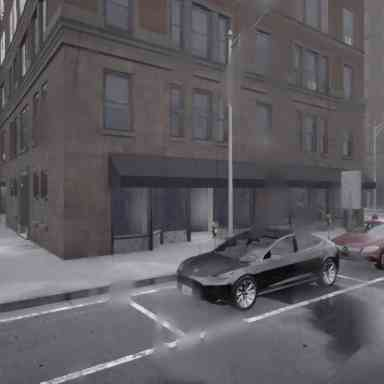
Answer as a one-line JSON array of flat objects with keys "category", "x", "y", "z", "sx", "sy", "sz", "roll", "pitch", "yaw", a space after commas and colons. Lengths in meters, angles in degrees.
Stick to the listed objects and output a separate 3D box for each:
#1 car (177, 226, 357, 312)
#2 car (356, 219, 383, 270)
[{"category": "car", "x": 1.695, "y": 1.565, "z": 7.744, "sx": 4.313, "sy": 1.339, "sz": 1.947, "roll": 0, "pitch": 0, "yaw": -36}, {"category": "car", "x": 6.174, "y": 1.581, "z": 10.939, "sx": 4.206, "sy": 1.307, "sz": 1.802, "roll": 0, "pitch": 0, "yaw": -35}]
